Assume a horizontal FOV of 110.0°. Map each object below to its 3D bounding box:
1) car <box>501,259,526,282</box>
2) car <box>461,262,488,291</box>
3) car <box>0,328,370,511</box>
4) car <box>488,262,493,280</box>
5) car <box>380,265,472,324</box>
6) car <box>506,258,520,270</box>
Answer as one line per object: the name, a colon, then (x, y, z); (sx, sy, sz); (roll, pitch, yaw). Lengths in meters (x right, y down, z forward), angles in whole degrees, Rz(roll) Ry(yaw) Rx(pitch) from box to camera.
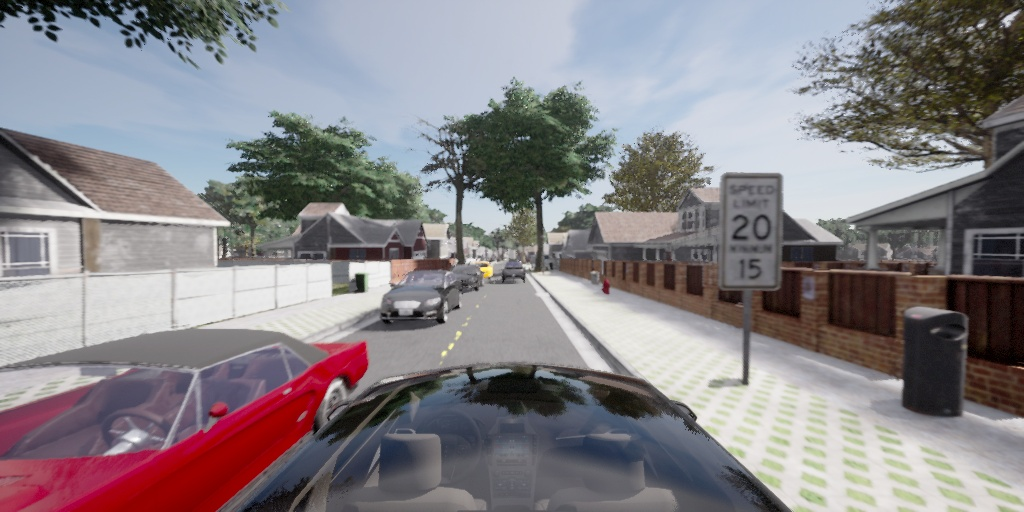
car: (0.133, 1.254, 28.947); (2.128, 1.511, 4.902); (0, 0, 0)
car: (-2.781, 1.254, 21.984); (1.837, 1.490, 4.892); (0, 0, 1)
car: (-2.851, 1.349, 2.603); (1.895, 1.301, 4.718); (0, 0, 0)
car: (-2.722, 1.246, 31.995); (1.882, 1.535, 5.008); (0, 0, 0)
car: (-2.826, 1.235, 12.070); (2.128, 1.511, 4.902); (0, 0, 0)
car: (0.161, 1.215, 54.029); (2.097, 1.767, 4.553); (0, 0, 0)
